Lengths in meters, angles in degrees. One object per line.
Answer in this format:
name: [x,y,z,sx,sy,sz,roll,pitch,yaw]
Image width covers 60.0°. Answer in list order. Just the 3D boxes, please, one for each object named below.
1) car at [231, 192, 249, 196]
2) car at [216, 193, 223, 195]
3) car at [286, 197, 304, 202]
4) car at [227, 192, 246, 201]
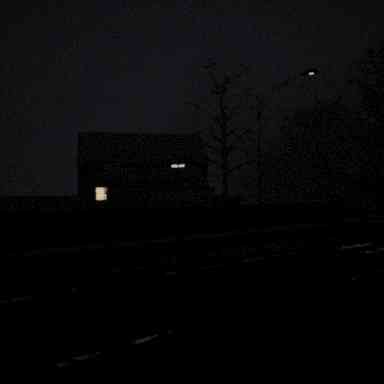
car: [8.768,1.120,56.555,1.882,1.535,5.008,-2,1,-14]
car: [6.388,0.825,76.569,1.895,1.301,4.718,-2,1,-15]
car: [12.719,1.323,41.487,2.033,1.411,5.357,-2,1,-15]
car: [8.957,0.833,66.839,2.097,1.767,4.553,-2,1,-15]
